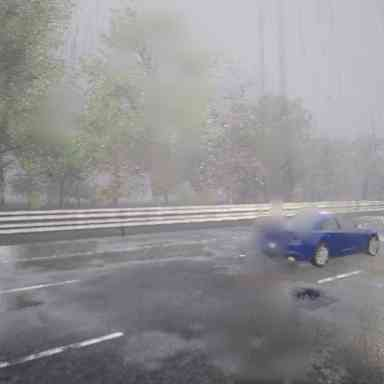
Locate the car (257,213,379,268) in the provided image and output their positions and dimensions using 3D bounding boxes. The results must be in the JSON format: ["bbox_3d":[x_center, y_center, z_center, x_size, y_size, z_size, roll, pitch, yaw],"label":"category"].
[{"bbox_3d":[4.415,1.455,11.283,5.008,1.535,1.882,0,0,-35],"label":"car"}]
